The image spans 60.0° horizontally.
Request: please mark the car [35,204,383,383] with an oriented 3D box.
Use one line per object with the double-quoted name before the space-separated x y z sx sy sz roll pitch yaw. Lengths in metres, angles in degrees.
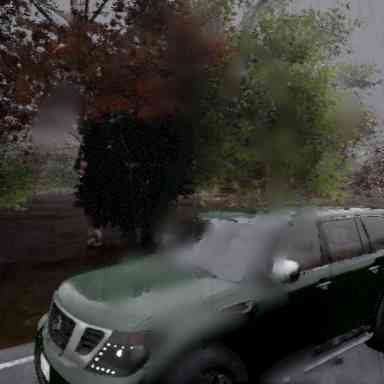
"car" 0.944 1.219 4.577 5.566 2.045 2.150 0 0 -35
